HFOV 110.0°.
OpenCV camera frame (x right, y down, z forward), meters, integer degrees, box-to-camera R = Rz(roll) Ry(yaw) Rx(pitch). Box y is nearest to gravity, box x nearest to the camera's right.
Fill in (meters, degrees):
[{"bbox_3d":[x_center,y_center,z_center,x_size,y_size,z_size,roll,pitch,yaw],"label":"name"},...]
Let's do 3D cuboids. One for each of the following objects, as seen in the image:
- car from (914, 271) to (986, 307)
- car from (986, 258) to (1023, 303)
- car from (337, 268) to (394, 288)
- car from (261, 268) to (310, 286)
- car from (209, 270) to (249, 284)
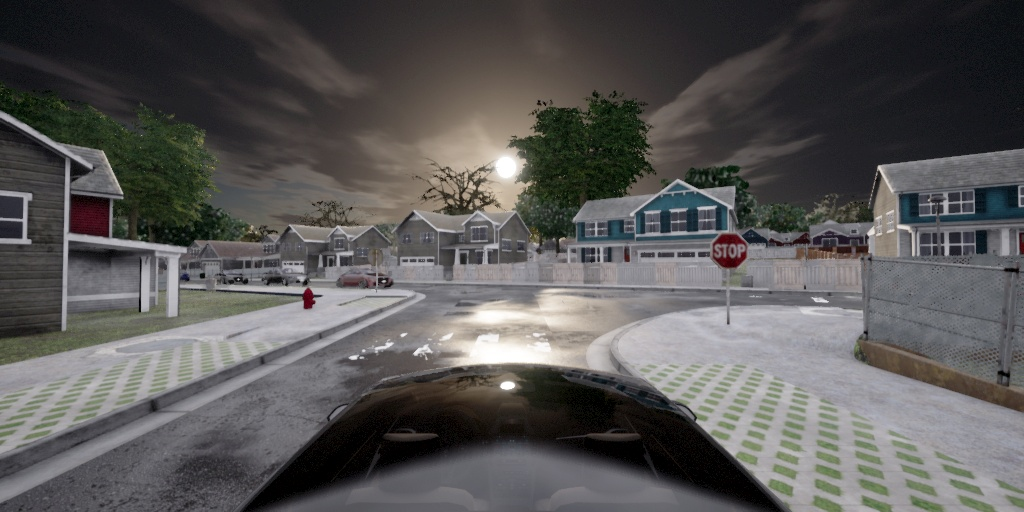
[{"bbox_3d":[15.707,0.770,10.750,4.892,1.490,1.837,-2,-2,35],"label":"car"},{"bbox_3d":[14.898,0.701,7.928,4.892,1.490,1.837,-2,-2,37],"label":"car"},{"bbox_3d":[-10.082,1.544,24.612,4.181,1.385,1.994,-2,-2,32],"label":"car"},{"bbox_3d":[-18.971,1.754,30.012,4.902,1.511,2.128,-2,-2,30],"label":"car"},{"bbox_3d":[-27.703,2.103,35.047,4.181,1.385,1.994,-2,-2,30],"label":"car"}]
